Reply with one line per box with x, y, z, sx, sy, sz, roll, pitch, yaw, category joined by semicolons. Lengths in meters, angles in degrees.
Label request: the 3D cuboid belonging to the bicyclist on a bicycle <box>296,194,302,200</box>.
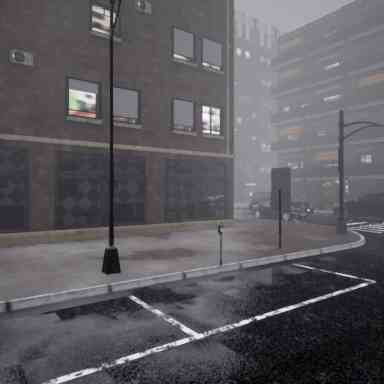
11.522;1.011;36.196;1.656;1.620;0.582;0;1;-36;bicyclist on a bicycle

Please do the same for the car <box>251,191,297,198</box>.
7.170;0.988;27.322;2.150;2.045;5.566;0;1;-36;car

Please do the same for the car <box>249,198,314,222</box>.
6.262;1.342;24.181;2.008;1.369;4.403;1;0;-36;car

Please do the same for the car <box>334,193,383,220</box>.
13.258;1.084;24.020;2.150;2.045;5.566;-1;2;-40;car
